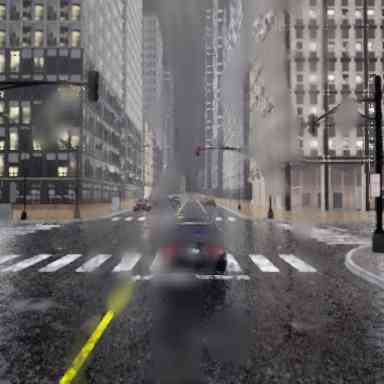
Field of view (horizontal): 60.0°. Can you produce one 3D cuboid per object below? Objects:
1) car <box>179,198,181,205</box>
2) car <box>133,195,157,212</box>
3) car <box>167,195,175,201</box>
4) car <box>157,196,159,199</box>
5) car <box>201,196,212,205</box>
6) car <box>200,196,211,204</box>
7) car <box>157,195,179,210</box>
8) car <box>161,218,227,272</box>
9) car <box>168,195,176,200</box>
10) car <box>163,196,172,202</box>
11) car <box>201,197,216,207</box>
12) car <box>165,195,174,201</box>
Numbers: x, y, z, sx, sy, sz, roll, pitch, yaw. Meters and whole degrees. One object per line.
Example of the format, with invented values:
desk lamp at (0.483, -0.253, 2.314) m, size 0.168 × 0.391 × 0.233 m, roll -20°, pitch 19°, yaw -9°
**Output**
car at (-3.047, 1.532, 60.876) m, size 1.837 × 1.490 × 4.892 m, roll 0°, pitch 0°, yaw 1°
car at (-5.681, 1.458, 38.939) m, size 1.967 × 1.590 × 4.097 m, roll 1°, pitch 0°, yaw 0°
car at (-5.691, 1.587, 89.116) m, size 1.887 × 1.381 × 4.507 m, roll 1°, pitch 0°, yaw 0°
car at (-5.685, 1.602, 44.514) m, size 1.802 × 1.307 × 4.206 m, roll 1°, pitch 0°, yaw 0°
car at (2.694, 1.554, 61.478) m, size 1.752 × 1.417 × 4.829 m, roll 1°, pitch 0°, yaw 0°
car at (2.692, 1.597, 66.886) m, size 1.947 × 1.339 × 4.313 m, roll 1°, pitch 0°, yaw 0°
car at (-3.100, 1.545, 43.626) m, size 1.812 × 1.442 × 4.674 m, roll 0°, pitch 0°, yaw 0°
car at (0.064, 1.553, 10.828) m, size 2.033 × 1.411 × 5.357 m, roll 0°, pitch 0°, yaw 0°
car at (-5.692, 1.596, 94.691) m, size 2.008 × 1.369 × 4.403 m, roll 1°, pitch 0°, yaw 0°
car at (-5.689, 1.581, 77.965) m, size 1.887 × 1.381 × 4.507 m, roll 1°, pitch 0°, yaw 0°
car at (2.694, 1.605, 50.153) m, size 1.802 × 1.307 × 4.206 m, roll 1°, pitch 0°, yaw 0°
car at (-5.690, 1.590, 83.540) m, size 2.008 × 1.369 × 4.403 m, roll 1°, pitch 0°, yaw 0°
